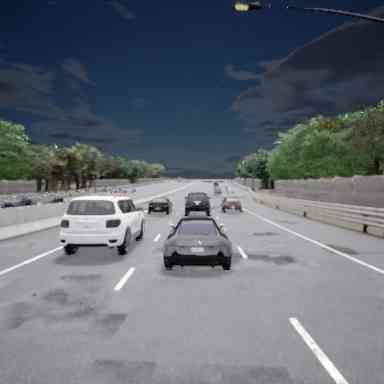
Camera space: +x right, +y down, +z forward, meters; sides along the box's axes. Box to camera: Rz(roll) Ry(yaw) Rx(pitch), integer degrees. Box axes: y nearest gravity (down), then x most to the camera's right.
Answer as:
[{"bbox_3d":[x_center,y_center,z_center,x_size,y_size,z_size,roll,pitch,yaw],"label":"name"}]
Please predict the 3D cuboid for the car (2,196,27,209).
[{"bbox_3d":[-20.394,1.212,39.067,1.994,1.385,4.181,0,1,2],"label":"car"}]

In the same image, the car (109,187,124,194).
[{"bbox_3d":[-18.249,-0.367,80.561,2.033,1.411,5.357,0,2,4],"label":"car"}]

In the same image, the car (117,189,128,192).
[{"bbox_3d":[-12.525,0.458,58.992,2.097,1.767,4.553,0,2,3],"label":"car"}]

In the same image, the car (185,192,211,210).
[{"bbox_3d":[0.510,1.018,29.915,2.150,2.045,5.566,0,1,1],"label":"car"}]

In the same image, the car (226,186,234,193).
[{"bbox_3d":[10.141,-0.524,88.002,1.812,1.442,4.674,0,2,5],"label":"car"}]

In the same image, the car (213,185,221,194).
[{"bbox_3d":[6.523,-0.292,84.132,2.033,1.411,5.357,0,2,4],"label":"car"}]

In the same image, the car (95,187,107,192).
[{"bbox_3d":[-21.280,-0.397,78.140,2.128,1.511,4.902,0,2,1],"label":"car"}]

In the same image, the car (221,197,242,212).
[{"bbox_3d":[3.992,1.212,33.999,1.812,1.442,4.674,0,1,2],"label":"car"}]

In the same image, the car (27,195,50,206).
[{"bbox_3d":[-16.881,1.133,39.371,2.128,1.511,4.902,0,1,2],"label":"car"}]

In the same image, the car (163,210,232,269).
[{"bbox_3d":[0.172,1.521,11.013,1.994,1.385,4.181,0,0,1],"label":"car"}]

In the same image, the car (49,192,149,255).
[{"bbox_3d":[-3.308,1.163,13.248,2.150,2.045,5.566,0,0,1],"label":"car"}]

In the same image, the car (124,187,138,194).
[{"bbox_3d":[-14.756,-0.366,80.342,2.033,1.411,5.357,0,2,4],"label":"car"}]

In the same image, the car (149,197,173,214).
[{"bbox_3d":[-2.940,1.250,31.667,1.882,1.535,5.008,0,1,2],"label":"car"}]
